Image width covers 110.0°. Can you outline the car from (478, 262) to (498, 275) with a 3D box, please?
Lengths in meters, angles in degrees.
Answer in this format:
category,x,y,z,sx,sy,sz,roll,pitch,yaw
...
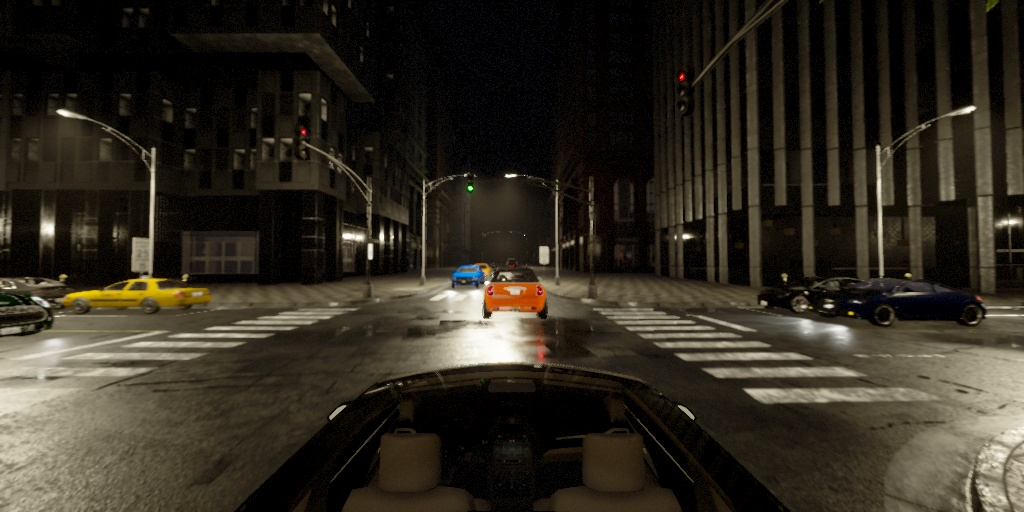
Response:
category,x,y,z,sx,sy,sz,roll,pitch,yaw
car,-3.004,1.602,45.810,2.128,1.511,4.902,0,-1,0

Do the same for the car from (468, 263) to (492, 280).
category,x,y,z,sx,sy,sz,roll,pitch,yaw
car,-3.080,1.496,35.380,1.882,1.535,5.008,0,0,0

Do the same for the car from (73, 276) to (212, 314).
category,x,y,z,sx,sy,sz,roll,pitch,yaw
car,-14.770,1.479,14.200,4.829,1.417,1.751,0,0,0

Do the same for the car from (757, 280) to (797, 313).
category,x,y,z,sx,sy,sz,roll,pitch,yaw
car,12.064,1.475,14.055,4.313,1.339,1.948,0,0,0

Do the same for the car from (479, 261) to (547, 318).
category,x,y,z,sx,sy,sz,roll,pitch,yaw
car,0.098,1.195,13.606,2.097,1.767,4.553,0,-1,0

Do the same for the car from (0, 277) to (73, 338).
category,x,y,z,sx,sy,sz,roll,pitch,yaw
car,-13.881,1.148,8.357,4.553,1.767,2.097,0,-2,0

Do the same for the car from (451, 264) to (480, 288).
category,x,y,z,sx,sy,sz,roll,pitch,yaw
car,-3.093,1.420,25.932,1.882,1.535,5.008,0,0,1

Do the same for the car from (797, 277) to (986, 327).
category,x,y,z,sx,sy,sz,roll,pitch,yaw
car,12.032,1.403,11.398,4.181,1.385,1.994,0,-2,0
